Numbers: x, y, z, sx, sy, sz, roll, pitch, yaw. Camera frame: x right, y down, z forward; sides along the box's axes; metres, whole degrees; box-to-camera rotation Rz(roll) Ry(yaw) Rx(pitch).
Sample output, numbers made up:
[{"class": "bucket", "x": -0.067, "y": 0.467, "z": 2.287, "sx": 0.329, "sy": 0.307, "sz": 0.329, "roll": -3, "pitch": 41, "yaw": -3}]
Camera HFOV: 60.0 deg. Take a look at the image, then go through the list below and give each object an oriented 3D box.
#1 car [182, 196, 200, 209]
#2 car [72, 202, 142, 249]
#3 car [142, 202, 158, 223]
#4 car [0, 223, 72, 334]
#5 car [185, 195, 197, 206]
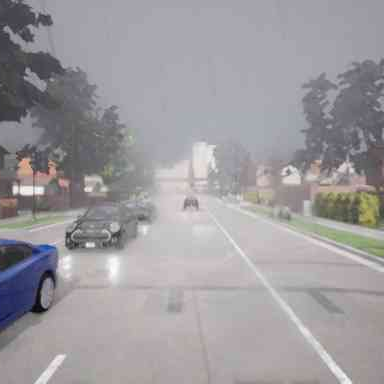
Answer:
[{"class": "car", "x": -0.103, "y": 1.312, "z": 40.578, "sx": 1.837, "sy": 1.490, "sz": 4.892, "roll": 0, "pitch": 0, "yaw": 0}, {"class": "car", "x": -3.628, "y": 1.285, "z": 14.085, "sx": 2.097, "sy": 1.767, "sz": 4.553, "roll": 0, "pitch": 0, "yaw": 0}, {"class": "car", "x": -3.620, "y": 1.432, "z": 24.420, "sx": 2.033, "sy": 1.411, "sz": 5.357, "roll": 0, "pitch": 0, "yaw": 1}, {"class": "car", "x": -3.608, "y": 1.455, "z": 4.733, "sx": 1.882, "sy": 1.535, "sz": 5.008, "roll": 0, "pitch": 0, "yaw": 0}, {"class": "car", "x": -0.130, "y": 1.272, "z": 51.070, "sx": 1.812, "sy": 1.442, "sz": 4.674, "roll": 0, "pitch": 1, "yaw": 0}]
